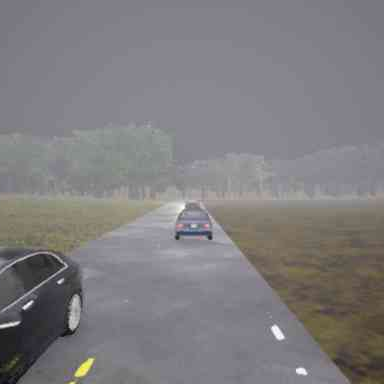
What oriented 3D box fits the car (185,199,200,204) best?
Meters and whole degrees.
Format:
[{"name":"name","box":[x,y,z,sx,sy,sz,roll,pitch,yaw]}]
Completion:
[{"name":"car","box":[0.061,1.552,40.415,1.812,1.442,4.674,0,0,0]}]

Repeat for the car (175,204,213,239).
[{"name":"car","box":[0.081,1.566,17.407,2.033,1.411,5.357,0,0,0]}]

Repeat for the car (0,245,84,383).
[{"name":"car","box":[-2.753,1.512,3.874,1.837,1.490,4.892,0,0,0]}]
